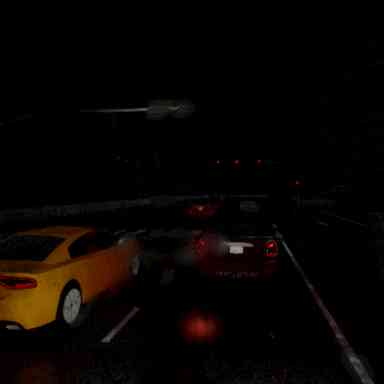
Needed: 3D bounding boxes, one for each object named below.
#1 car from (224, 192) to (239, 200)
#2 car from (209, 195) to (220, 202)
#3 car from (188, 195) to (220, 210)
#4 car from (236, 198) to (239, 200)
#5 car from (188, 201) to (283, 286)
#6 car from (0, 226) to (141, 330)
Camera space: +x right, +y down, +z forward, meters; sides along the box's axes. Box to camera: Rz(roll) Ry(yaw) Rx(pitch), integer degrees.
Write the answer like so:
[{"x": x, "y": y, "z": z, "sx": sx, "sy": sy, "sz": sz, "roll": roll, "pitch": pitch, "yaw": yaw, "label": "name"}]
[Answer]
[{"x": 9.880, "y": 0.955, "z": 82.335, "sx": 2.150, "sy": 2.045, "sz": 5.566, "roll": 0, "pitch": 0, "yaw": 29, "label": "car"}, {"x": 4.638, "y": 1.304, "z": 67.316, "sx": 1.812, "sy": 1.442, "sz": 4.674, "roll": 0, "pitch": 0, "yaw": 10, "label": "car"}, {"x": 1.039, "y": 1.289, "z": 27.257, "sx": 2.097, "sy": 1.767, "sz": 4.553, "roll": 0, "pitch": 0, "yaw": 10, "label": "car"}, {"x": 4.715, "y": 1.469, "z": 27.899, "sx": 1.812, "sy": 1.442, "sz": 4.674, "roll": 0, "pitch": 0, "yaw": 10, "label": "car"}, {"x": 1.393, "y": 1.320, "z": 9.598, "sx": 2.097, "sy": 1.767, "sz": 4.553, "roll": 0, "pitch": 0, "yaw": 11, "label": "car"}, {"x": -2.633, "y": 1.454, "z": 7.096, "sx": 1.882, "sy": 1.535, "sz": 5.008, "roll": 0, "pitch": 0, "yaw": 11, "label": "car"}]
